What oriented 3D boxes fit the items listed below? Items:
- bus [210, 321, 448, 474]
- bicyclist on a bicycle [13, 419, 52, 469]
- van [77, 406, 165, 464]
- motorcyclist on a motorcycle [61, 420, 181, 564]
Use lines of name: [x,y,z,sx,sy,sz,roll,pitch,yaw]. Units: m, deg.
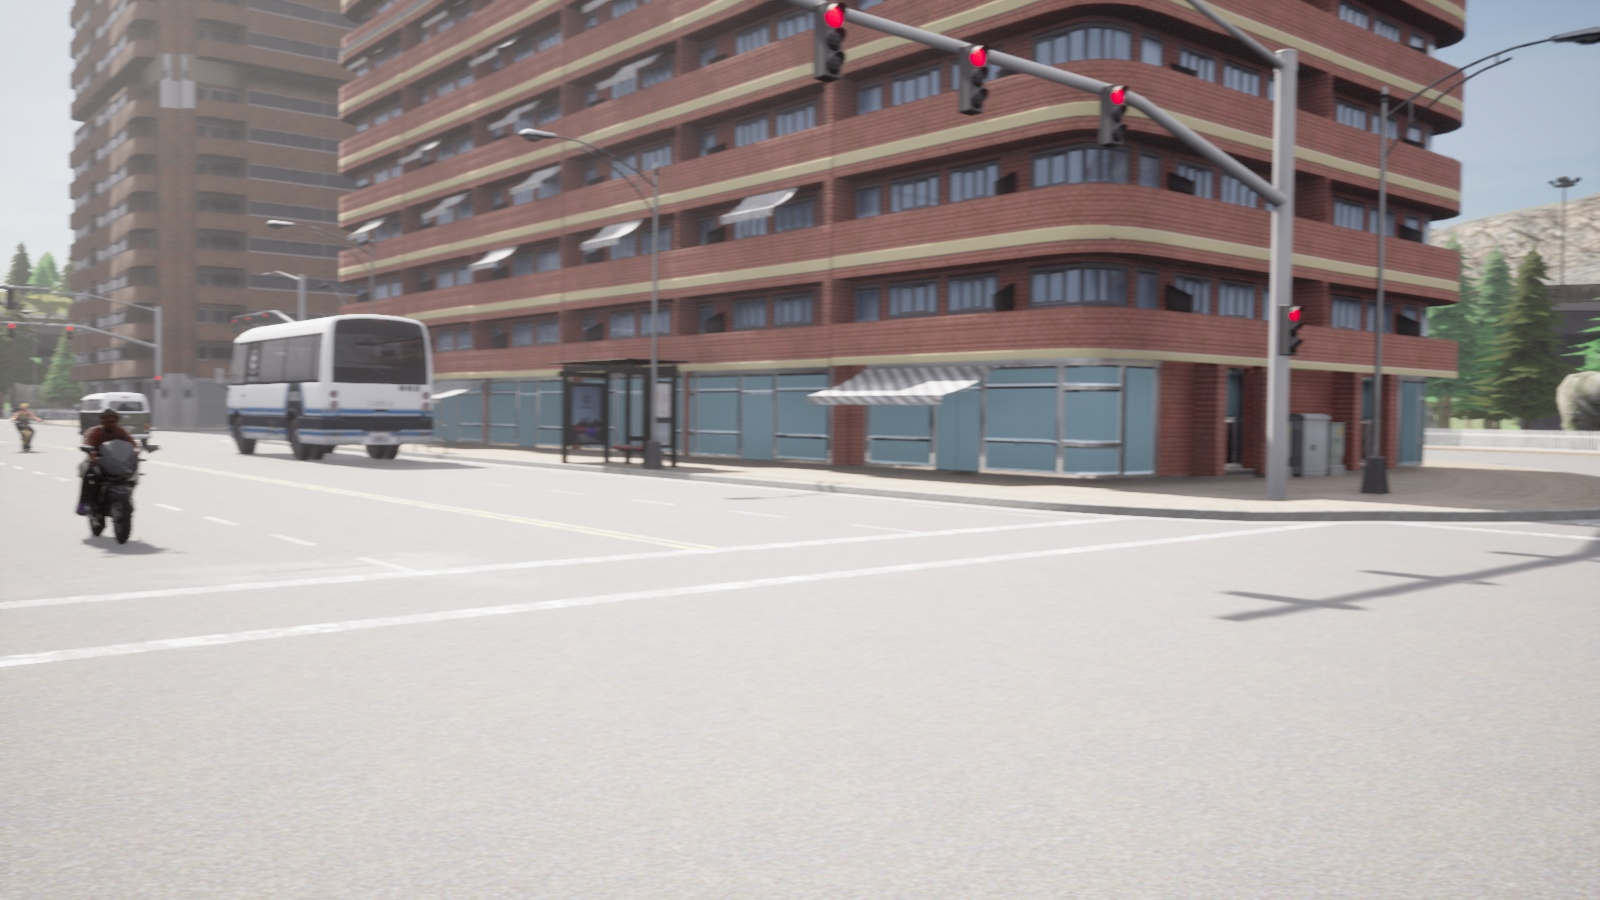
bus: [-15.296,-1.592,40.116,3.944,4.253,10.273,-2,2,-39]
bicyclist on a bicycle: [-25.294,-0.212,41.363,0.866,1.612,1.509,-2,2,-39]
van: [-25.595,-0.595,47.249,2.069,2.038,4.480,-2,2,-39]
motorcyclist on a motorcycle: [-7.822,0.449,14.415,0.797,1.523,2.044,-2,1,-39]
